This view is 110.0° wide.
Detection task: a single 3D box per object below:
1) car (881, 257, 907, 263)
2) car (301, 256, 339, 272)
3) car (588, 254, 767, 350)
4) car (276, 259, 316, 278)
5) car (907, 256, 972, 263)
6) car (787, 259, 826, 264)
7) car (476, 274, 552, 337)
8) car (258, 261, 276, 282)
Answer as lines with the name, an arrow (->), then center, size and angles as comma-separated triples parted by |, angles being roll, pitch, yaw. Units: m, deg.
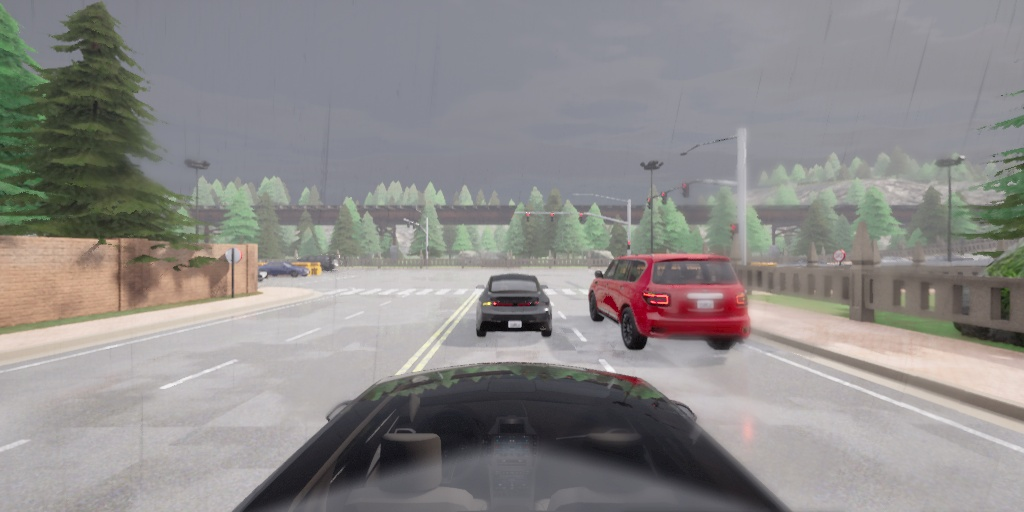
car -> 46.869, 0.869, 44.662 | 4.674, 1.442, 1.812 | -3, 0, 0
car -> -24.961, 0.969, 44.468 | 5.566, 2.045, 2.150 | 0, 0, 0
car -> 3.516, 0.971, 9.196 | 2.150, 2.045, 5.566 | 0, 0, 0
car -> -21.562, 1.274, 33.775 | 4.674, 1.442, 1.812 | 0, 0, 0
car -> 49.488, 0.733, 41.156 | 5.357, 1.411, 2.033 | -4, 0, 0
car -> 39.285, 1.161, 48.136 | 4.892, 1.490, 1.837 | -2, 0, 0
car -> 0.019, 1.254, 10.296 | 1.837, 1.490, 4.892 | 0, 0, -1
car -> -20.937, 1.240, 26.762 | 4.902, 1.511, 2.128 | 0, 0, 0
